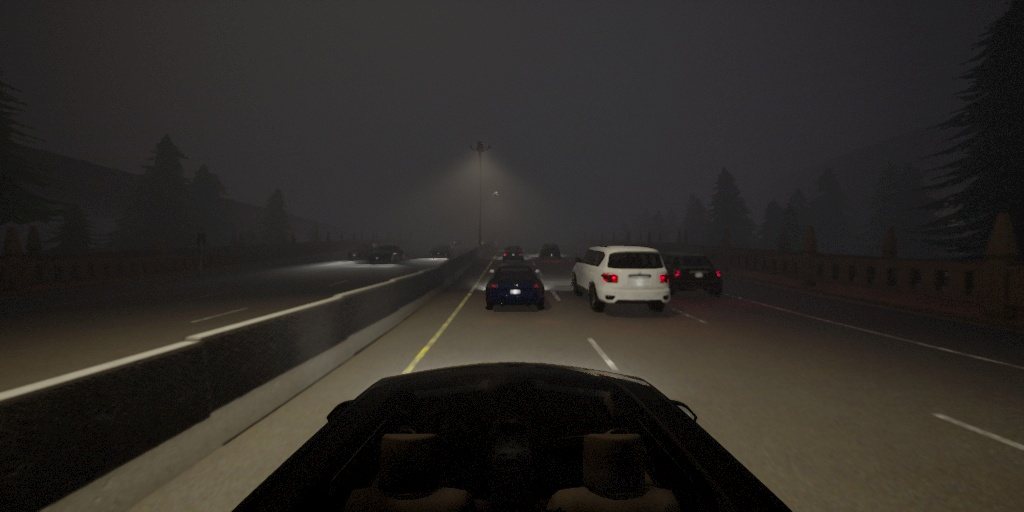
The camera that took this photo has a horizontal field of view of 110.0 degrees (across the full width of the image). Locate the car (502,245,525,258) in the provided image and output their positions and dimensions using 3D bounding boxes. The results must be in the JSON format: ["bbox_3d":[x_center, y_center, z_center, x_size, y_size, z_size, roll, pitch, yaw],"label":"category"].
[{"bbox_3d":[0.105,-0.225,31.079,2.033,1.411,5.357,0,4,0],"label":"car"}]

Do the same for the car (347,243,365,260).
[{"bbox_3d":[-14.089,-0.512,34.479,2.128,1.511,4.902,0,4,0],"label":"car"}]

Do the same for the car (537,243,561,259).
[{"bbox_3d":[3.605,-0.523,34.841,1.837,1.490,4.892,0,4,0],"label":"car"}]

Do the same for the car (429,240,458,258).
[{"bbox_3d":[-7.085,-0.585,36.629,1.994,1.385,4.181,0,4,0],"label":"car"}]

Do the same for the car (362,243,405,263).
[{"bbox_3d":[-10.592,-0.231,30.526,1.837,1.490,4.892,0,4,0],"label":"car"}]

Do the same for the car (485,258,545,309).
[{"bbox_3d":[0.101,0.973,13.121,1.994,1.385,4.181,0,3,0],"label":"car"}]

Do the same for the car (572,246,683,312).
[{"bbox_3d":[3.598,0.650,12.780,2.150,2.045,5.566,0,3,0],"label":"car"}]

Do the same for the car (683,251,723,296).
[{"bbox_3d":[7.102,0.612,15.738,2.097,1.767,4.553,0,3,0],"label":"car"}]
